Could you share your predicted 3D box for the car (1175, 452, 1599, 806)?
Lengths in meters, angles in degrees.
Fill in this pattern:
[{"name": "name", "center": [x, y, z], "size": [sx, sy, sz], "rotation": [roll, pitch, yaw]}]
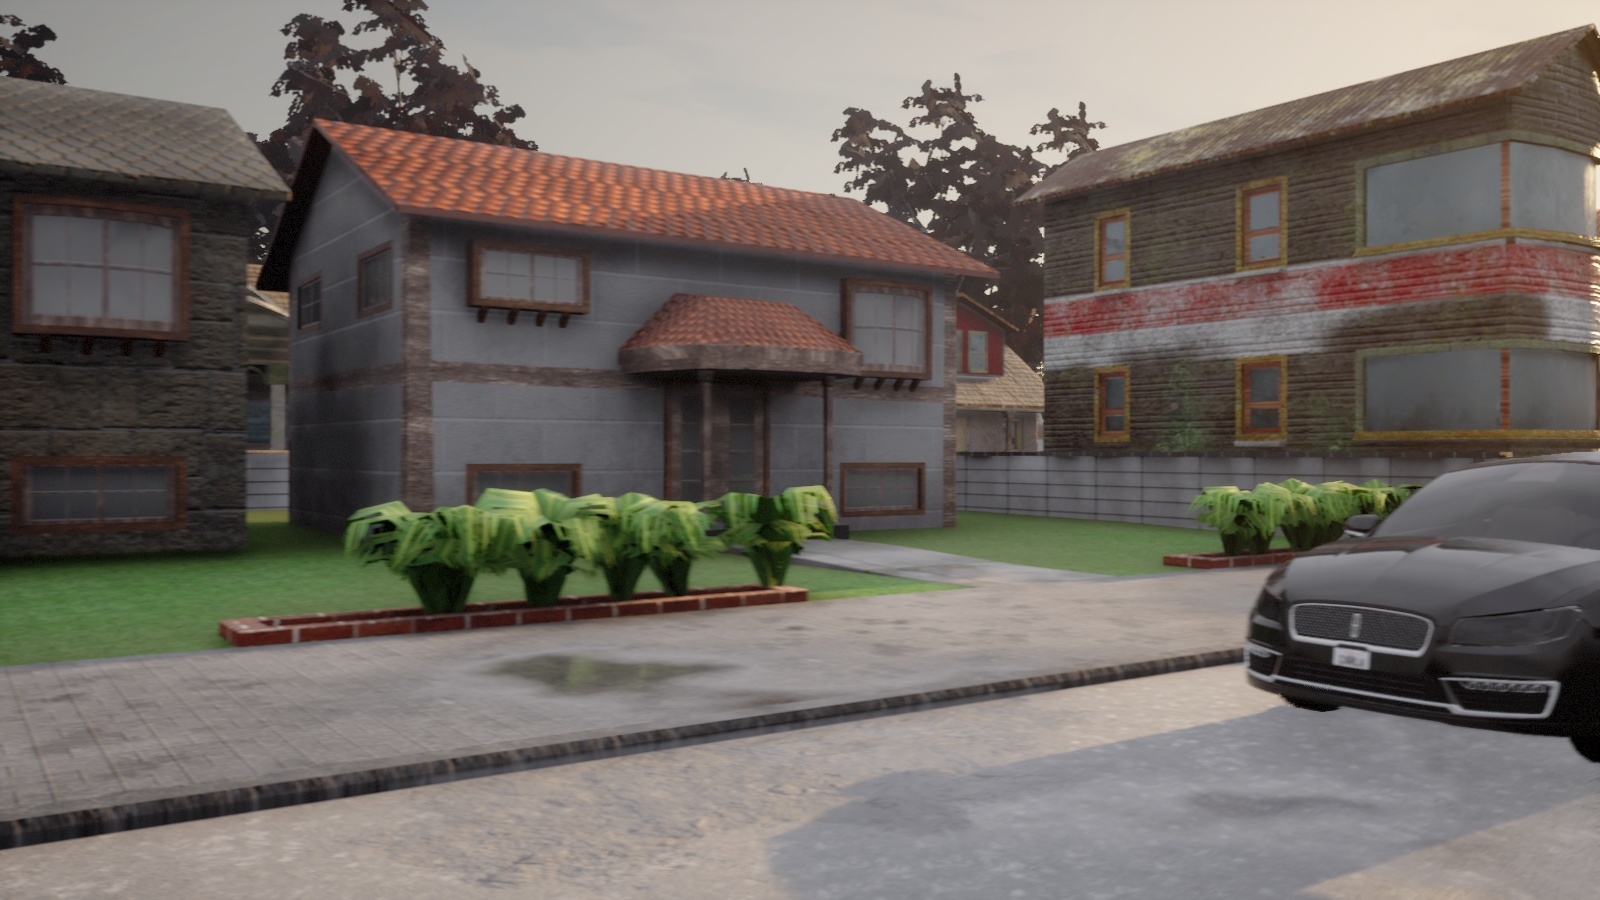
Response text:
[{"name": "car", "center": [4.565, 0.758, 7.446], "size": [4.892, 1.490, 1.837], "rotation": [0, 0, -35]}]
